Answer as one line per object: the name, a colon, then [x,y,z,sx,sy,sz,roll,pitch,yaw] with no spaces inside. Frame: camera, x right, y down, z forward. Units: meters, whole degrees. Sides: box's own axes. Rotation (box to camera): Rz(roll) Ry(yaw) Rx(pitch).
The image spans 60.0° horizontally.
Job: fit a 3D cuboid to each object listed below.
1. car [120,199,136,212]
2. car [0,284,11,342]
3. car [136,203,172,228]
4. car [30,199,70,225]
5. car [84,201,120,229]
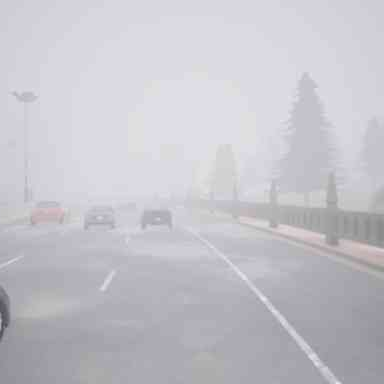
car: [-7.737,1.531,39.287,1.812,1.442,4.674,0,0,-22]
car: [-3.627,1.517,3.140,1.837,1.490,4.892,0,0,-2]
car: [-2.514,1.473,22.149,1.882,1.535,5.008,0,0,-12]
car: [-10.206,1.376,24.275,2.097,1.767,4.553,0,0,-13]
car: [-5.959,1.557,21.825,2.033,1.411,5.357,0,0,-12]
